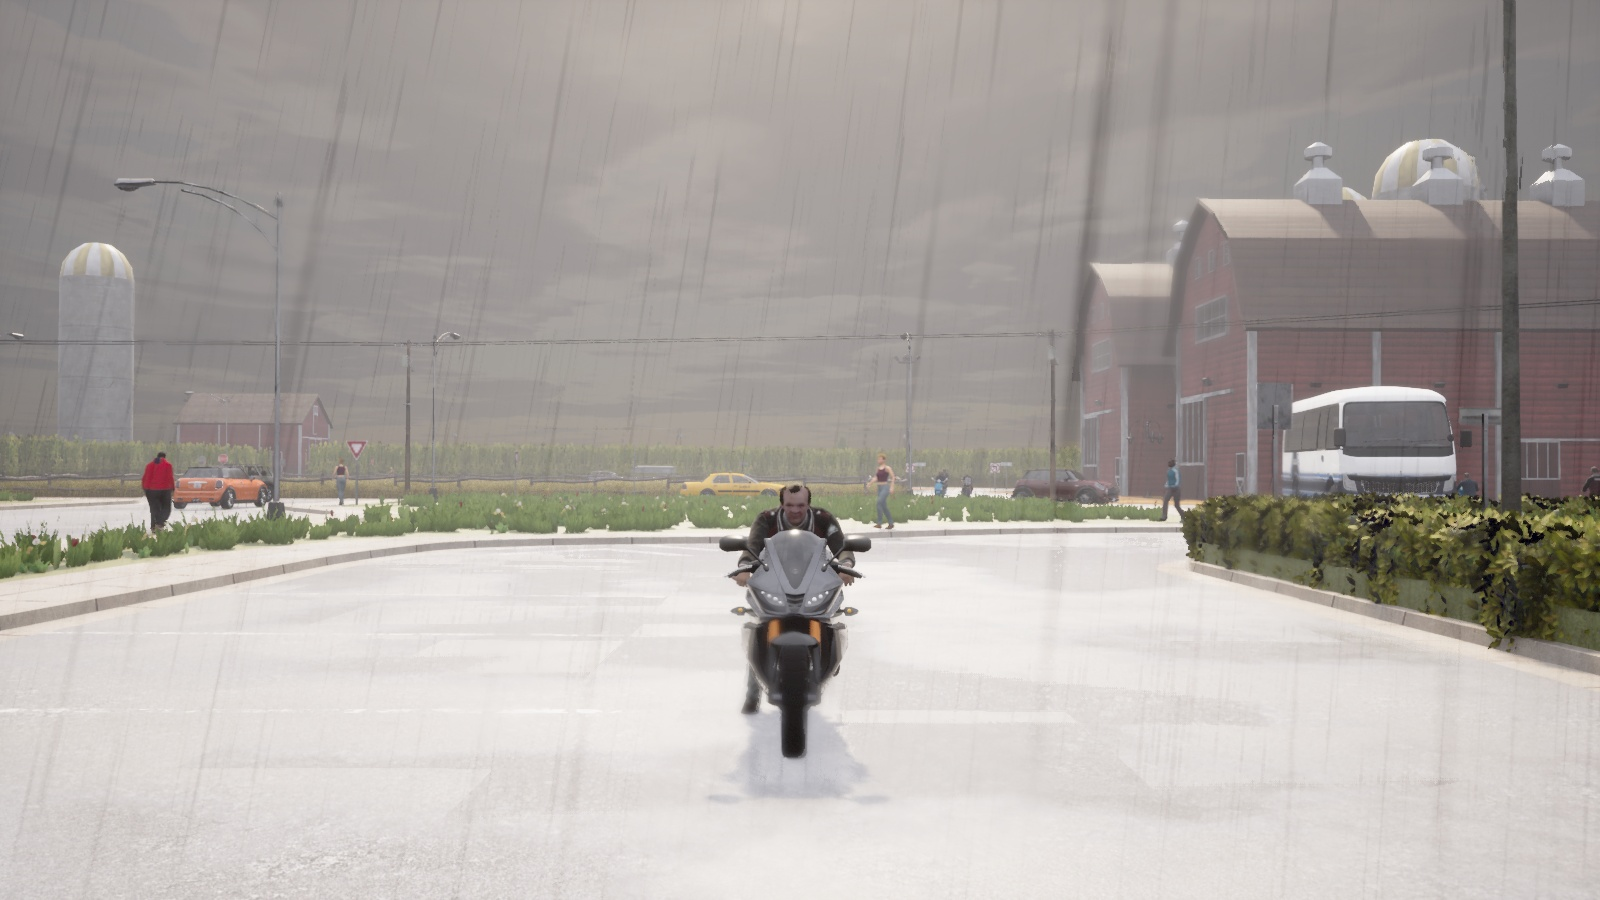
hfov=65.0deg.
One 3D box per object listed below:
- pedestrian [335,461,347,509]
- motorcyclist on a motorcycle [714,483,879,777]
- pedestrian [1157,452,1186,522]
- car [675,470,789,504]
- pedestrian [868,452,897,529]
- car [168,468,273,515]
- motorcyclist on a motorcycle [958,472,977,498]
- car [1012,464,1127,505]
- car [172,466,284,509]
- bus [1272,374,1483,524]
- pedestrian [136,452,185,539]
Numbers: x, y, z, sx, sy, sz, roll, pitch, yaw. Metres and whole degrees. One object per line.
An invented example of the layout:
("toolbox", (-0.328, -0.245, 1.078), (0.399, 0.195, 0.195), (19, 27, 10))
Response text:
("pedestrian", (-17.848, 1.360, 48.851), (0.345, 1.836, 0.594), (0, -1, -31))
("motorcyclist on a motorcycle", (-0.023, 0.979, 7.742), (0.866, 1.530, 2.191), (0, -1, 0))
("pedestrian", (10.332, 1.013, 34.890), (0.692, 1.930, 0.396), (0, -1, -31))
("car", (-3.219, 1.778, 60.367), (5.366, 1.575, 1.801), (0, -1, 0))
("pedestrian", (1.975, 0.966, 30.085), (0.594, 1.836, 0.345), (0, -1, -29))
("car", (-22.878, 1.599, 49.820), (2.097, 1.767, 4.553), (0, -1, -1))
("motorcyclist on a motorcycle", (9.790, 2.042, 73.525), (0.866, 1.530, 2.191), (0, -1, 1))
("car", (11.999, 1.525, 56.094), (4.553, 1.767, 2.097), (-1, -1, 35))
("car", (-26.015, 1.696, 57.295), (1.932, 1.855, 4.605), (-1, -1, 20))
("bus", (18.362, 0.039, 40.921), (3.944, 4.253, 10.273), (-1, -1, 11))
("pedestrian", (-13.791, 0.979, 27.098), (0.634, 1.844, 0.899), (0, -1, -3))
